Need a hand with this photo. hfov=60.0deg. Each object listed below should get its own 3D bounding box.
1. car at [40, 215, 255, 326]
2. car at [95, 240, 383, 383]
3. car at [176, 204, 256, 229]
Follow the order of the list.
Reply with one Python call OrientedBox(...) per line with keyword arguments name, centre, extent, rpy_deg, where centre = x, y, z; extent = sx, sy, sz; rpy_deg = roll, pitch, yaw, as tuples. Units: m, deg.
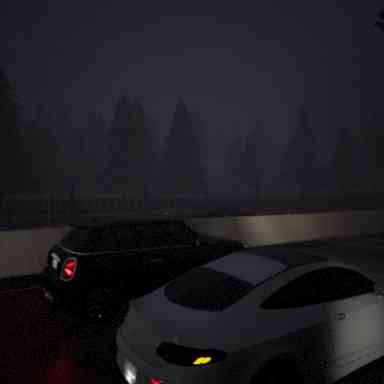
OrientedBox(name="car", centre=(-0.730, 1.315, 7.228), extent=(4.553, 1.767, 2.097), rpy_deg=(0, 0, -33))
OrientedBox(name="car", centre=(1.340, 1.498, 4.436), extent=(4.674, 1.442, 1.812), rpy_deg=(0, 0, -33))
OrientedBox(name="car", centre=(1.539, 1.484, 21.014), extent=(4.718, 1.301, 1.895), rpy_deg=(0, 0, -28))
